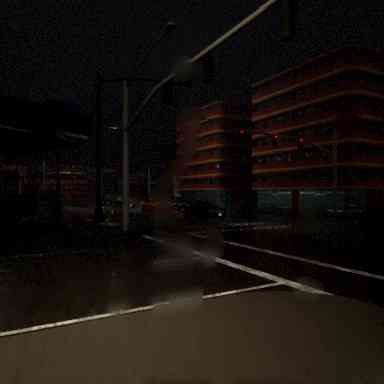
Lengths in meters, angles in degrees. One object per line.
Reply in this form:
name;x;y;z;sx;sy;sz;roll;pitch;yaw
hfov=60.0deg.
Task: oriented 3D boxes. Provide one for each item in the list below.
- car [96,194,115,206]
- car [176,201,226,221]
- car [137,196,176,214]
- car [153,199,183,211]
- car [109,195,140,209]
car;-14.229;1.505;53.744;1.837;1.490;4.892;0;0;-30
car;0.939;1.492;27.891;2.128;1.511;4.902;0;0;-30
car;-4.019;1.478;36.314;1.882;1.535;5.008;0;0;-30
car;-3.127;1.601;42.088;1.895;1.301;4.718;0;0;-30
car;-9.116;1.492;44.977;2.128;1.511;4.902;0;0;-30
